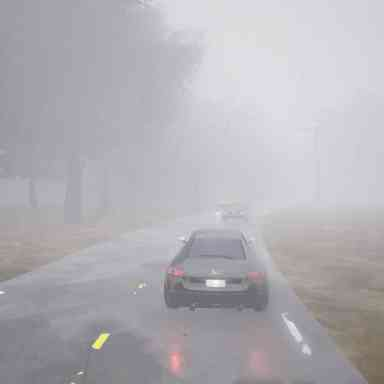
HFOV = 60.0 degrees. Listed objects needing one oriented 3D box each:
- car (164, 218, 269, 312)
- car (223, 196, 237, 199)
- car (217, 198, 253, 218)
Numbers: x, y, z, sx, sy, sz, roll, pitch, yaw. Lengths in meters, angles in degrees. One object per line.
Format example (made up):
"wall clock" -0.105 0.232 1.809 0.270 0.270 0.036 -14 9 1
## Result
"car" 0.584 1.550 7.786 1.994 1.385 4.181 0 0 5
"car" 4.266 1.250 37.569 1.882 1.535 5.008 -1 1 22
"car" 3.487 1.425 25.178 2.033 1.411 5.357 0 0 15
